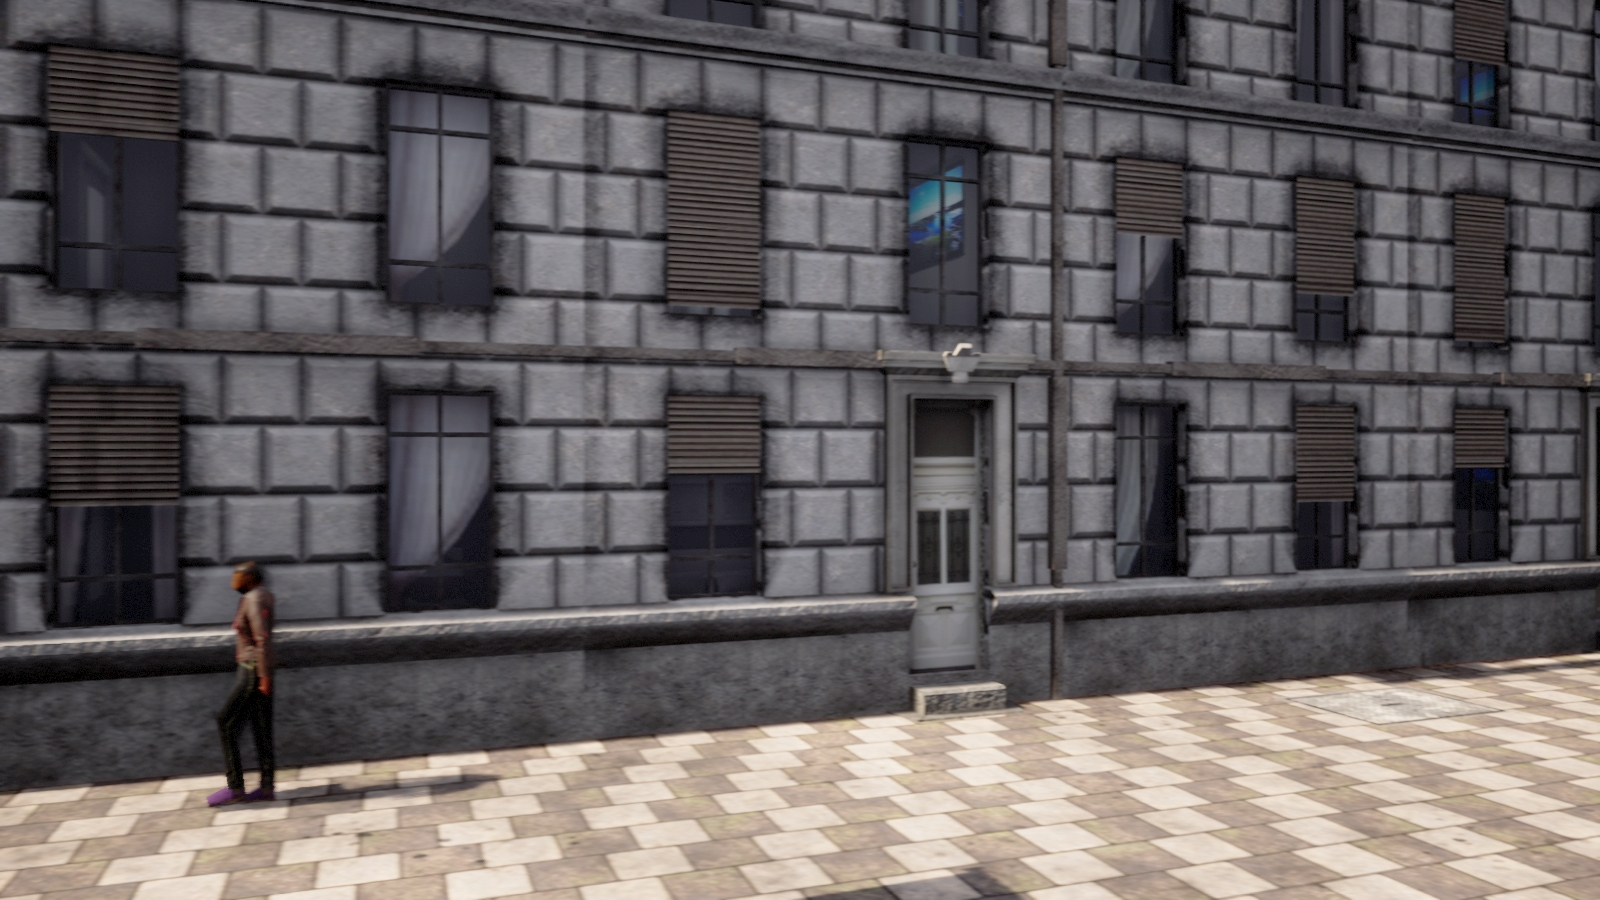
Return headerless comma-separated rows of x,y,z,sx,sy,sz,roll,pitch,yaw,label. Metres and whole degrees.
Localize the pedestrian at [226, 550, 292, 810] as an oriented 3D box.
-4.045,1.696,8.563,0.375,1.860,0.375,0,0,-13,pedestrian
